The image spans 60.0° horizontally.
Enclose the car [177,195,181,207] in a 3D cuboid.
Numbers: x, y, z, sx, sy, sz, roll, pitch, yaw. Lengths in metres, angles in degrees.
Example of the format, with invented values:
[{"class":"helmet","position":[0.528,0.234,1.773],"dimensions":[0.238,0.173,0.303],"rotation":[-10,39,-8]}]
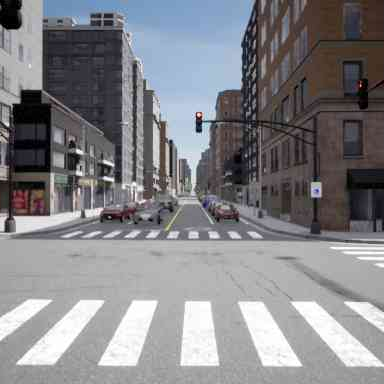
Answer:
[{"class":"car","position":[-3.126,1.579,50.878],"dimensions":[1.994,1.385,4.181],"rotation":[0,0,0]}]

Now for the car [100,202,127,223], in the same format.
[{"class":"car","position":[-5.876,1.550,25.940],"dimensions":[1.887,1.381,4.507],"rotation":[1,0,0]}]

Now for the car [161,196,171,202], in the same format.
[{"class":"car","position":[-5.928,1.581,76.996],"dimensions":[2.008,1.369,4.403],"rotation":[1,0,0]}]

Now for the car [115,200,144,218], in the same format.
[{"class":"car","position":[-5.882,1.552,31.613],"dimensions":[1.887,1.381,4.507],"rotation":[1,0,0]}]

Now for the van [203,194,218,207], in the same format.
[{"class":"van","position":[2.635,1.352,42.960],"dimensions":[1.690,1.788,3.998],"rotation":[1,0,0]}]

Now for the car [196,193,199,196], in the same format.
[{"class":"car","position":[2.594,1.349,82.674],"dimensions":[2.192,1.841,5.009],"rotation":[1,0,0]}]

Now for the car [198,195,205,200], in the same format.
[{"class":"car","position":[2.581,1.565,94.190],"dimensions":[1.752,1.417,4.829],"rotation":[1,0,0]}]

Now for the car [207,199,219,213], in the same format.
[{"class":"car","position":[2.644,1.589,31.613],"dimensions":[1.802,1.307,4.206],"rotation":[1,0,0]}]

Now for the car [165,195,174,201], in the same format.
[{"class":"car","position":[-5.940,1.603,88.342],"dimensions":[1.947,1.339,4.313],"rotation":[1,0,0]}]

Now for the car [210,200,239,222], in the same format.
[{"class":"car","position":[2.650,1.588,25.940],"dimensions":[1.802,1.307,4.206],"rotation":[1,0,0]}]

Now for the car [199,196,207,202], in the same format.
[{"class":"car","position":[2.597,1.556,77.170],"dimensions":[1.752,1.417,4.829],"rotation":[1,0,0]}]

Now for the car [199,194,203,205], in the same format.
[{"class":"car","position":[2.629,1.329,48.633],"dimensions":[2.192,1.841,5.009],"rotation":[1,0,0]}]

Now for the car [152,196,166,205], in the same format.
[{"class":"car","position":[-5.909,1.460,59.977],"dimensions":[1.967,1.590,4.097],"rotation":[1,0,0]}]

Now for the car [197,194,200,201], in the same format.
[{"class":"car","position":[2.603,1.593,71.327],"dimensions":[1.947,1.339,4.313],"rotation":[1,0,0]}]

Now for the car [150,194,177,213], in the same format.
[{"class":"car","position":[-3.143,1.234,37.261],"dimensions":[2.150,2.045,5.566],"rotation":[0,0,0]}]

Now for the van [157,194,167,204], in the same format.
[{"class":"van","position":[-5.915,1.365,65.650],"dimensions":[1.690,1.788,3.998],"rotation":[1,0,0]}]

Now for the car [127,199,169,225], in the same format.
[{"class":"car","position":[-3.104,1.497,24.346],"dimensions":[2.128,1.511,4.902],"rotation":[0,0,-1]}]

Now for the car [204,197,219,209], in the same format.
[{"class":"car","position":[2.638,1.591,37.287],"dimensions":[1.802,1.307,4.206],"rotation":[1,0,0]}]

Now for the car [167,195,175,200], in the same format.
[{"class":"car","position":[-5.945,1.584,94.015],"dimensions":[1.887,1.381,4.507],"rotation":[1,0,0]}]

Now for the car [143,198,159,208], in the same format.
[{"class":"car","position":[-5.899,1.596,48.632],"dimensions":[1.802,1.307,4.206],"rotation":[1,0,0]}]

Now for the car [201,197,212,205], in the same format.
[{"class":"car","position":[2.615,1.602,59.980],"dimensions":[1.802,1.307,4.206],"rotation":[1,0,0]}]
